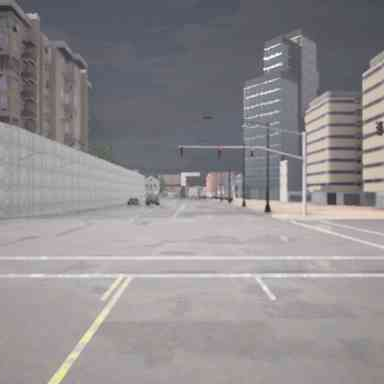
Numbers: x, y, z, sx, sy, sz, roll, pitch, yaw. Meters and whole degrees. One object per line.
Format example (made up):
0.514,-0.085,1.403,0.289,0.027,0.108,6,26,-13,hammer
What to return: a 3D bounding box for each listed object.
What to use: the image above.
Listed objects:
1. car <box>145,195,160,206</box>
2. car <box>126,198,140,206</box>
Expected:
-7.183,1.529,60.615,2.150,2.045,5.566,0,0,0,car
-10.682,1.813,60.655,1.837,1.490,4.892,0,0,0,car
